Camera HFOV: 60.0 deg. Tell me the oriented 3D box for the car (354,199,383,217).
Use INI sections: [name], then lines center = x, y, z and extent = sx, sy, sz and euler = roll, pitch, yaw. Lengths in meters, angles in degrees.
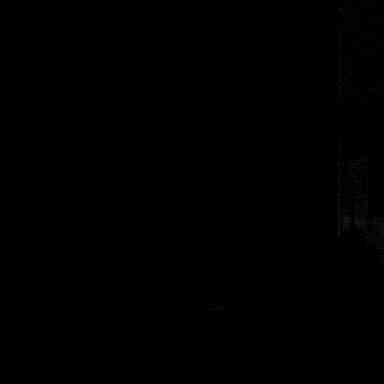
[car]
center = 15.336, 1.328, 26.975
extent = 1.882, 1.535, 5.008
euler = 1, -1, -36
